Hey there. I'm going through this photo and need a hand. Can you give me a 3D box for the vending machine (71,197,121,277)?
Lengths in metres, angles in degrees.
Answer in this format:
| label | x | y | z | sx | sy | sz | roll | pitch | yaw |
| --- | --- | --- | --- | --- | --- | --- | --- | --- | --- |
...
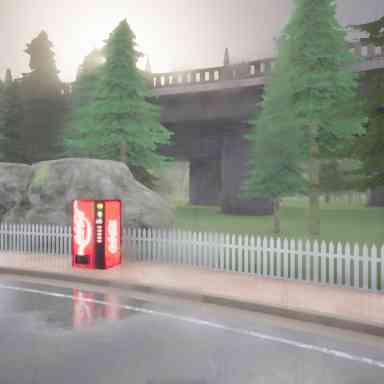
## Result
| label | x | y | z | sx | sy | sz | roll | pitch | yaw |
| --- | --- | --- | --- | --- | --- | --- | --- | --- | --- |
| vending machine | -2.709 | 1.195 | 9.494 | 0.880 | 2.100 | 1.100 | 0 | 0 | 23 |
